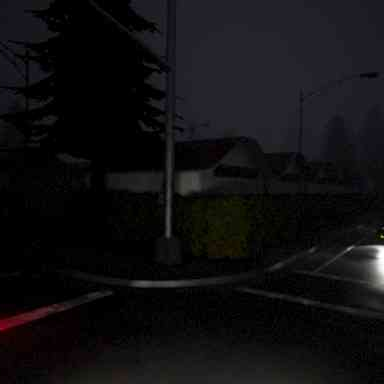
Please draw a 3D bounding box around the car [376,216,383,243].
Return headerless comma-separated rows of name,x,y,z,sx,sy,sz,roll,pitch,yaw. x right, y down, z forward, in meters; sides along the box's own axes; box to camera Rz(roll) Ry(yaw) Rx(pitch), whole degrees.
car,9.914,1.617,15.460,1.994,1.385,4.181,1,1,36
